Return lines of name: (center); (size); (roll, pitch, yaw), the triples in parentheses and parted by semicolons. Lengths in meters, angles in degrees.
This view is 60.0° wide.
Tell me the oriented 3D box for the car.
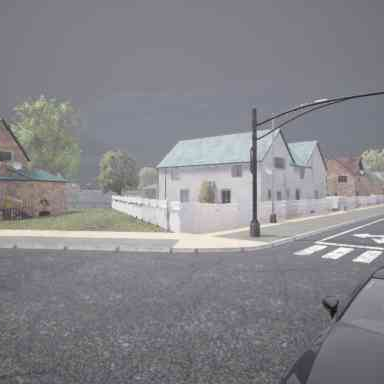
car: (2.520, 1.524, 3.395); (1.812, 1.442, 4.674); (0, 0, 42)
